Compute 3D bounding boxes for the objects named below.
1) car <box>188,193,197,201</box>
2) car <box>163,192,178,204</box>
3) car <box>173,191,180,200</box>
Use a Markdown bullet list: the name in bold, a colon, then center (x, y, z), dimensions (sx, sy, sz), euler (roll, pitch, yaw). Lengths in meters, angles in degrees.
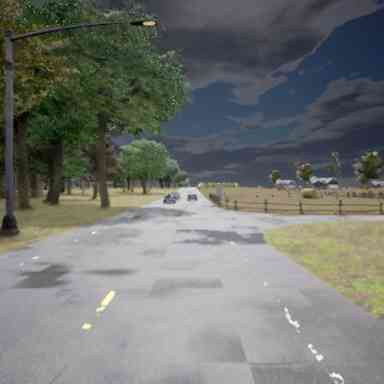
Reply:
- **car**: center (0.084, 0.858, 65.384), dimensions (2.128, 1.511, 4.902), euler (0, 1, 0)
- **car**: center (-3.574, 1.107, 52.580), dimensions (1.812, 1.442, 4.674), euler (0, 1, 0)
- **car**: center (-3.518, 0.668, 68.279), dimensions (2.097, 1.767, 4.553), euler (0, 1, 0)
